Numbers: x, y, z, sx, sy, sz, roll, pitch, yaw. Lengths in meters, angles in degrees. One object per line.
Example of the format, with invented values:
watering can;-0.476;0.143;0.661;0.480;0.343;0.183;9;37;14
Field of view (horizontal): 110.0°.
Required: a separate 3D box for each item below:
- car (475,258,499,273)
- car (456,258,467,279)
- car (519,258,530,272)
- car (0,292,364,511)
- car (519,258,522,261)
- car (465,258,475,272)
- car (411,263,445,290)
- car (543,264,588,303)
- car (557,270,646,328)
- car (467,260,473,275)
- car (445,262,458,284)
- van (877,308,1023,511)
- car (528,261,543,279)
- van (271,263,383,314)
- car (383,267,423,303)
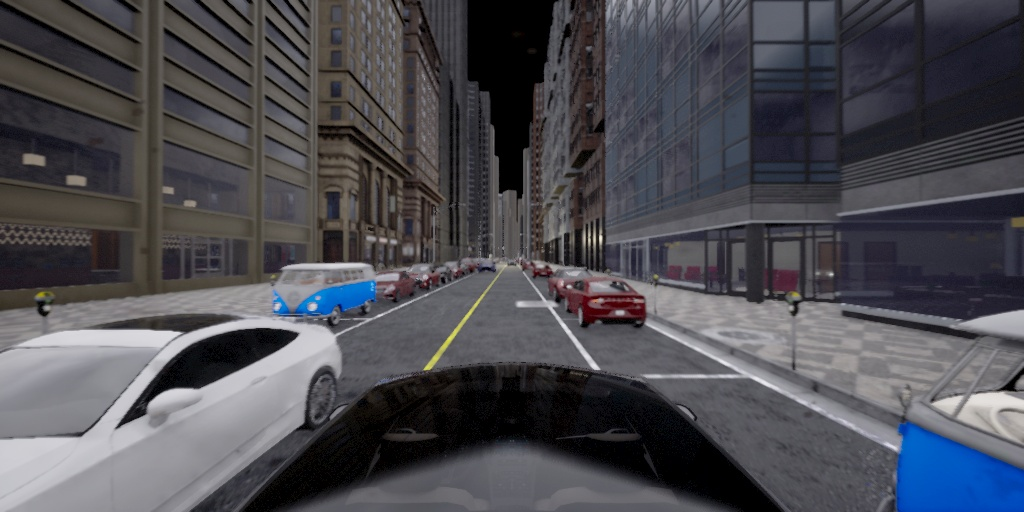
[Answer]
car;-3.078;1.228;44.954;2.097;1.767;4.553;0;0;0
car;-5.761;1.283;33.807;1.967;1.591;4.097;0;0;0
car;2.354;1.418;50.477;1.812;1.442;4.674;0;0;0
car;-3.100;1.279;2.894;1.812;1.442;4.674;0;0;0
car;2.766;1.480;61.828;2.007;1.370;4.403;0;0;0
car;-5.760;1.191;45.011;2.192;1.841;5.009;0;0;0
car;-5.762;1.250;22.604;1.967;1.591;4.097;0;0;0
car;2.763;1.234;17.012;1.967;1.591;4.097;0;0;0
car;2.763;1.323;11.410;1.888;1.381;4.507;0;0;0
car;-5.761;1.425;39.409;1.948;1.339;4.313;0;0;0
car;-5.761;1.393;28.205;1.948;1.339;4.313;0;0;0
van;2.762;1.086;0.205;1.690;1.789;3.998;0;0;0
car;2.764;1.388;33.818;1.888;1.381;4.507;0;0;0
van;-5.762;1.119;11.401;1.690;1.789;3.998;0;0;0
car;-5.762;1.376;17.002;1.802;1.307;4.207;0;0;0
